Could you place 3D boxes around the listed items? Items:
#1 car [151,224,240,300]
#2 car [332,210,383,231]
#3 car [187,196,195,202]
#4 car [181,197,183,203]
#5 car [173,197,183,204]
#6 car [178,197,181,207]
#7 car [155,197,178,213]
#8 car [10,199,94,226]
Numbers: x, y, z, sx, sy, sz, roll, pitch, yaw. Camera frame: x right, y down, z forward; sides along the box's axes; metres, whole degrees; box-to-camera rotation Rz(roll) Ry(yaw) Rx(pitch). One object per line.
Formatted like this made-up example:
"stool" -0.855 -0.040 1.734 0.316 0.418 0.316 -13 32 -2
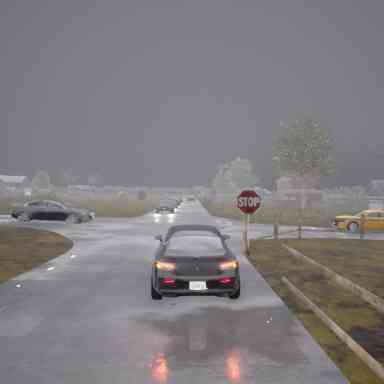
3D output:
"car" 0.030 1.528 8.309 1.812 1.442 4.674 0 0 -2
"car" 12.566 2.030 23.627 5.008 1.535 1.882 2 0 -2
"car" -0.163 1.563 78.508 1.882 1.535 5.008 0 0 0
"car" -2.953 1.526 57.613 1.882 1.535 5.008 0 0 0
"car" -2.894 1.670 69.267 1.895 1.301 4.718 0 0 0
"car" -2.938 1.597 47.148 1.994 1.385 4.181 0 0 0
"car" -2.926 1.529 37.184 1.837 1.490 4.892 0 0 0
"car" -8.577 1.218 20.654 4.902 1.511 2.128 2 0 0
